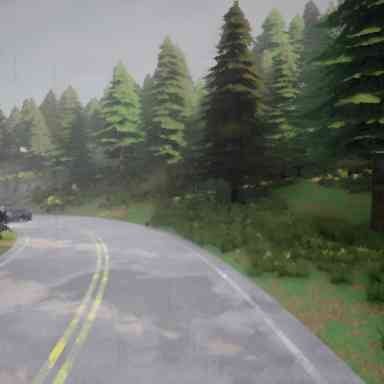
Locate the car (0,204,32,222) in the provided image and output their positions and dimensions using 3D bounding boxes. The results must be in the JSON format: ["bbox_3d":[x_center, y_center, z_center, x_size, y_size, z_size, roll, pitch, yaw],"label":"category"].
[{"bbox_3d":[-16.643,1.934,31.089,2.097,1.767,4.553,-5,2,-42],"label":"car"}]
